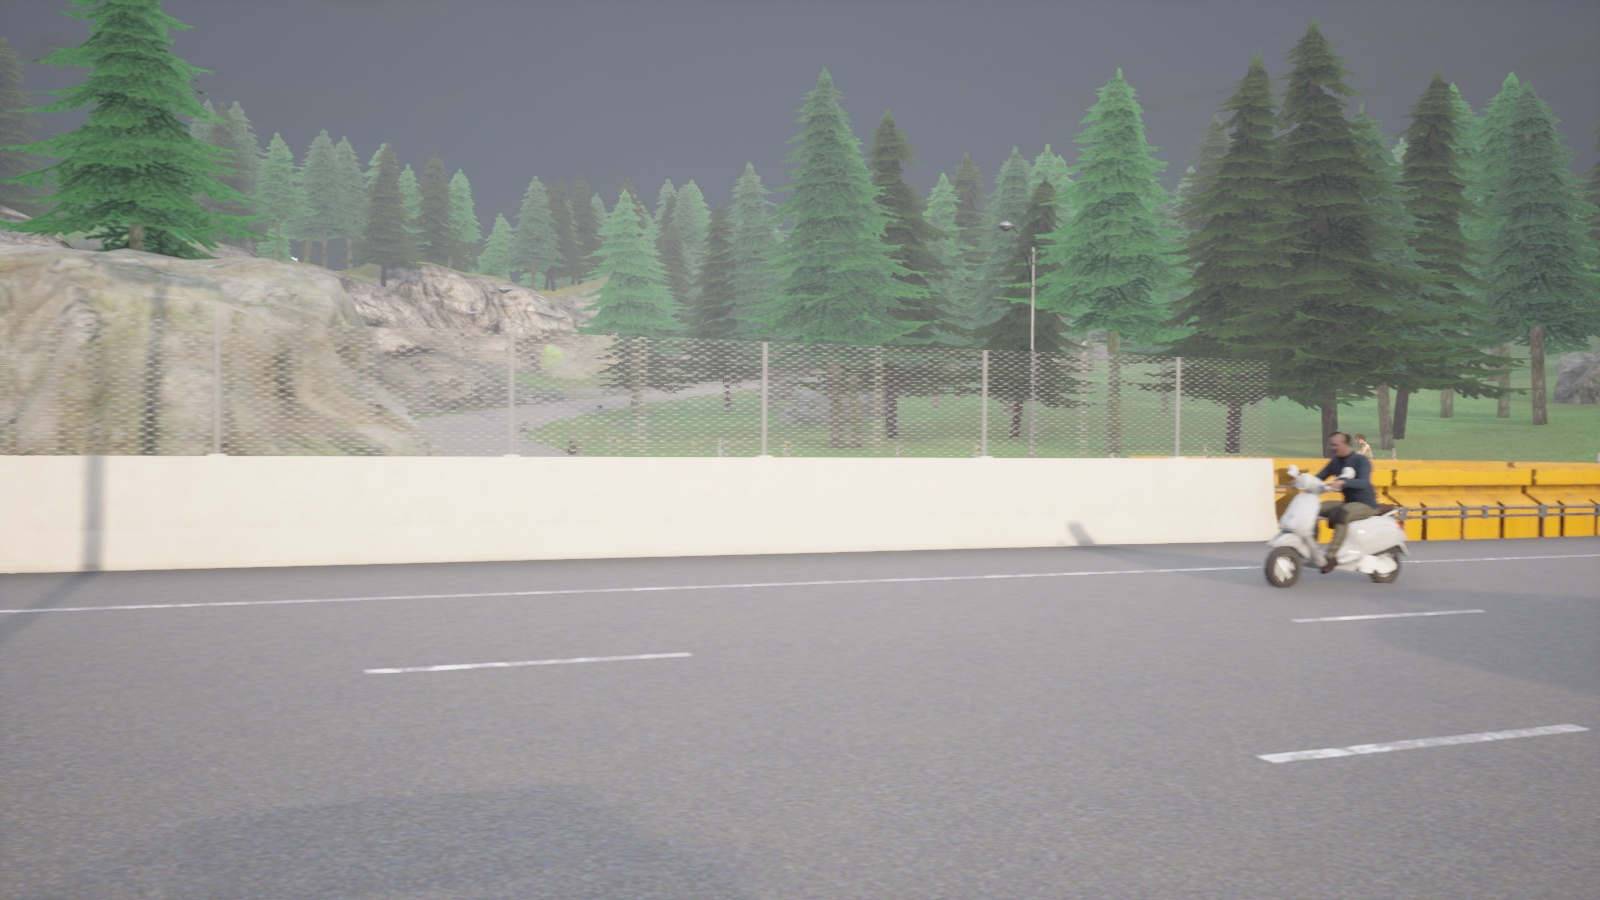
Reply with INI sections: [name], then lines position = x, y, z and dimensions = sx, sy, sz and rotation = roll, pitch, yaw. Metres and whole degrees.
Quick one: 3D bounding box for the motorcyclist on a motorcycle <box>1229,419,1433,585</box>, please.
[motorcyclist on a motorcycle]
position = 5.399, 0.486, 12.775
dimensions = 1.817, 1.590, 0.866
rotation = -1, 1, -21
